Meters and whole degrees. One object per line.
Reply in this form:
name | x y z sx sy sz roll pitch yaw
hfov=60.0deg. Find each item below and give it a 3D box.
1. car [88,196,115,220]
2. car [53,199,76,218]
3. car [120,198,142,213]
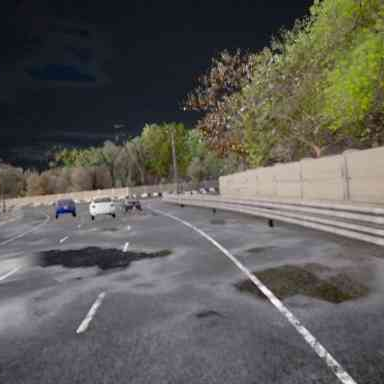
car | -8.746 1.436 32.222 2.150 2.045 5.566 -5 1 -18
car | -14.957 1.855 39.134 2.150 2.045 5.566 -5 1 -23
car | -7.008 1.460 37.773 1.837 1.490 4.892 -5 1 -20
